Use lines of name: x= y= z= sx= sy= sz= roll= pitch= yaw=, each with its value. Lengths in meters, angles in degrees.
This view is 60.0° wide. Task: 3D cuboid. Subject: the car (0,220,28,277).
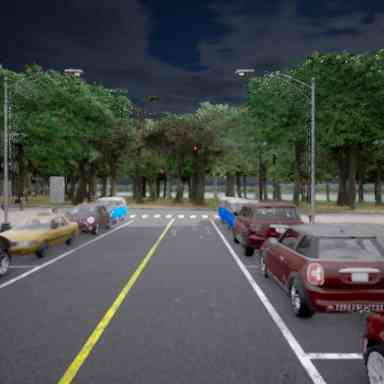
car: x=-5.764 y=1.549 z=7.409 sx=1.947 sy=1.339 sz=4.313 roll=0 pitch=0 yaw=0

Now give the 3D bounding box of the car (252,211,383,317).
car: x=2.761 y=1.422 z=7.411 sx=1.967 sy=1.590 sz=4.097 roll=0 pitch=0 yaw=0

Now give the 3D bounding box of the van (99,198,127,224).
van: x=-5.770 y=1.289 z=23.722 sx=1.690 sy=1.788 sz=3.998 roll=0 pitch=0 yaw=0

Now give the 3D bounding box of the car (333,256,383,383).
car: x=2.763 y=1.539 z=1.974 sx=1.887 sy=1.381 sz=4.507 roll=0 pitch=0 yaw=0

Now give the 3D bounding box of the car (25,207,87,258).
car: x=-5.766 y=1.497 z=12.677 sx=1.752 sy=1.417 sz=4.829 roll=0 pitch=0 yaw=0

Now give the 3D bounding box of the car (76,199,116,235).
car: x=-5.768 y=1.399 z=18.284 sx=1.967 sy=1.590 sz=4.097 roll=0 pitch=0 yaw=0

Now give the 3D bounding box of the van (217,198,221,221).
van: x=2.756 y=1.287 z=23.724 sx=1.690 sy=1.788 sz=3.998 roll=0 pitch=0 yaw=0

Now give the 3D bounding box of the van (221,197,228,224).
van: x=2.757 y=1.299 z=18.286 sx=1.690 sy=1.788 sz=3.998 roll=0 pitch=0 yaw=0

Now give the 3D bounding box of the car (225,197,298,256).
car: x=2.759 y=1.285 z=12.849 sx=2.192 sy=1.841 sz=5.009 roll=0 pitch=0 yaw=0
